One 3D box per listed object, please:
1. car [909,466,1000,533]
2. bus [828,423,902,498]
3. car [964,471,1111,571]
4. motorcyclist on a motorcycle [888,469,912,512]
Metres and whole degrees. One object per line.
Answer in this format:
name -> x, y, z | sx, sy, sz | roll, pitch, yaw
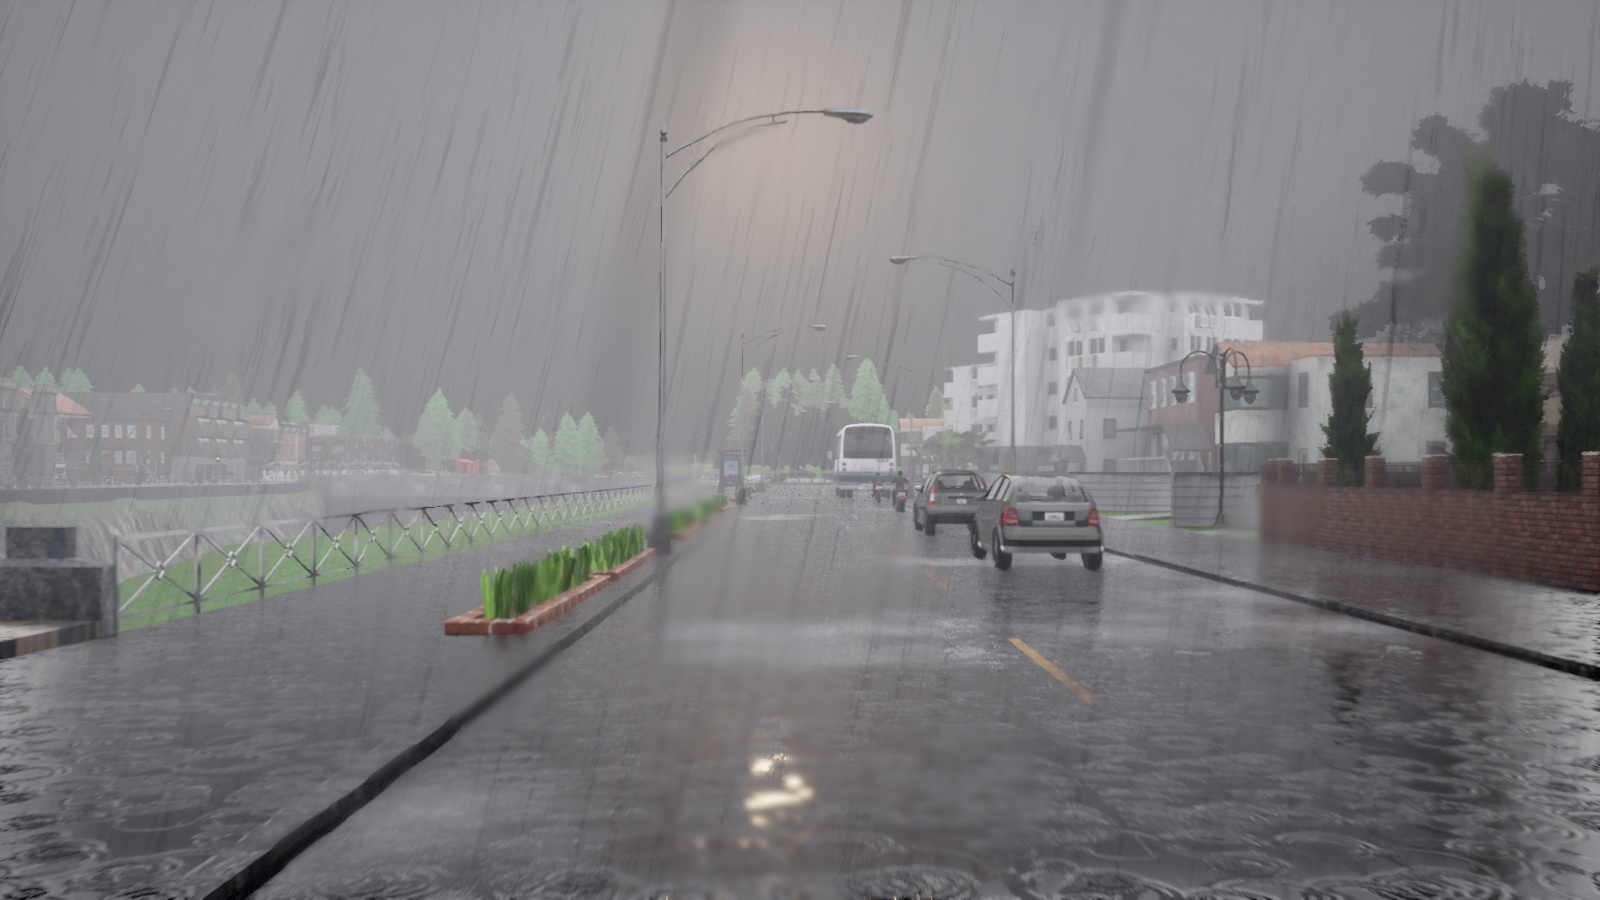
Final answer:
car -> 3.923, 1.242, 32.530 | 1.851, 1.617, 3.988 | 0, -1, 0
bus -> 3.815, 0.703, 76.454 | 3.944, 4.253, 10.273 | 0, -1, 0
car -> 3.950, 1.137, 21.460 | 1.789, 1.549, 3.705 | 0, -1, 0
motorcyclist on a motorcycle -> 3.885, 1.569, 48.969 | 0.766, 1.649, 2.350 | 0, -1, 0
